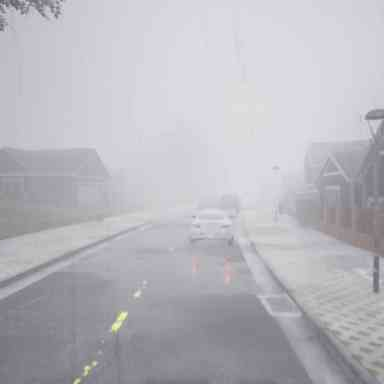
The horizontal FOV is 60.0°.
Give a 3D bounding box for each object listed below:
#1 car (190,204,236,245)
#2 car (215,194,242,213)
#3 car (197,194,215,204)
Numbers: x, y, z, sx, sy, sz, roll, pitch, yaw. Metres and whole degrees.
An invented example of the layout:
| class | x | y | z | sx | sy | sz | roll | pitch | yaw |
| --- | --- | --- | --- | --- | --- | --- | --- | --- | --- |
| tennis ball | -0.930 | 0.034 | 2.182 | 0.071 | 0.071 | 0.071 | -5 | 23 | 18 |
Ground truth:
| class | x | y | z | sx | sy | sz | roll | pitch | yaw |
| --- | --- | --- | --- | --- | --- | --- | --- | --- | --- |
| car | 0.953 | 1.528 | 15.496 | 1.812 | 1.442 | 4.674 | 0 | 0 | 5 |
| car | 4.309 | 1.239 | 37.043 | 2.150 | 2.045 | 5.566 | 0 | 0 | 12 |
| car | 2.182 | 1.270 | 40.831 | 2.150 | 2.045 | 5.566 | 0 | 0 | 13 |
